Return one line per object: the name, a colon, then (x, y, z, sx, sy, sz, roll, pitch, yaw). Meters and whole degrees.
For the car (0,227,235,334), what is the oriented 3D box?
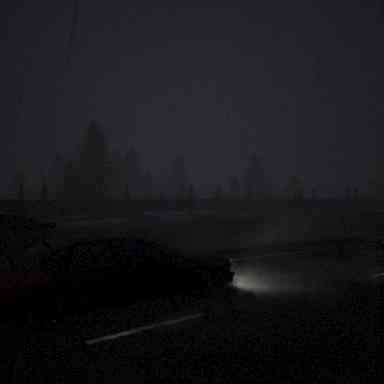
car: (-1.695, 1.525, 6.692, 5.357, 1.411, 2.033, 0, 0, -33)

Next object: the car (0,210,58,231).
car: (-7.261, 1.432, 11.527, 5.008, 1.535, 1.882, 0, 0, -34)
